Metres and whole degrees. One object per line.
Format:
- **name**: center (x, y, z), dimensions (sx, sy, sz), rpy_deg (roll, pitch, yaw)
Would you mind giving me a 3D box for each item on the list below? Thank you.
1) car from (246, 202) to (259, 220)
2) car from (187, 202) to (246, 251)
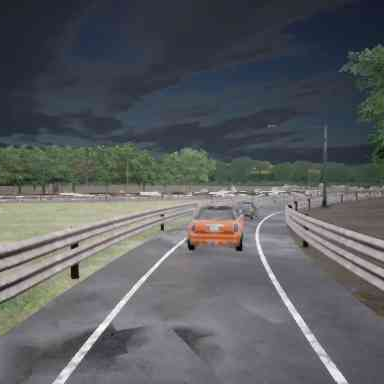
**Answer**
- **car**: center (4.598, 1.570, 28.634), dimensions (2.033, 1.411, 5.357), rpy_deg (0, 0, 18)
- **car**: center (1.152, 1.364, 14.286), dimensions (2.097, 1.767, 4.553), rpy_deg (0, 0, 9)
